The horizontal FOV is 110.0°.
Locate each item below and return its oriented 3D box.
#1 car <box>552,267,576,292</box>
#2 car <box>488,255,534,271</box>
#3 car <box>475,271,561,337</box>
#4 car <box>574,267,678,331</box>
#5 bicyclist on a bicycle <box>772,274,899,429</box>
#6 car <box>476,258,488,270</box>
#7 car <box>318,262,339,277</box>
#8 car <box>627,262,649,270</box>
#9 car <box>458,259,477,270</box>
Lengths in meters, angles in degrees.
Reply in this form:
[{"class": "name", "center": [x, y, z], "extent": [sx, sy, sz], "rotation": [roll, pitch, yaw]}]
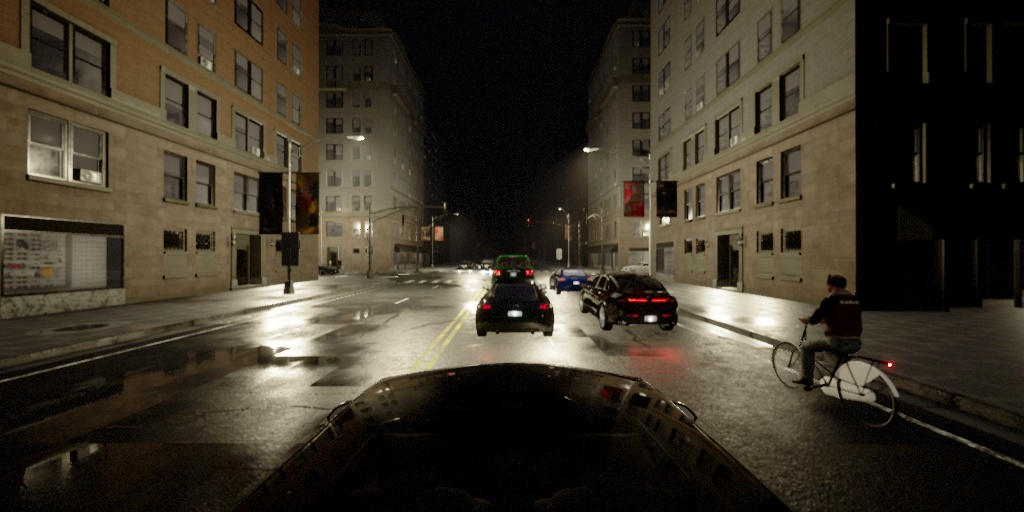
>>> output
[{"class": "car", "center": [3.210, 1.314, 19.921], "extent": [1.994, 1.385, 4.181], "rotation": [0, 0, 0]}, {"class": "car", "center": [0.061, 0.972, 19.768], "extent": [2.150, 2.045, 5.566], "rotation": [0, 0, 0]}, {"class": "car", "center": [0.079, 1.313, 10.355], "extent": [1.994, 1.385, 4.181], "rotation": [0, 0, 0]}, {"class": "car", "center": [3.327, 1.254, 11.025], "extent": [1.837, 1.490, 4.892], "rotation": [0, 0, 0]}, {"class": "bicyclist on a bicycle", "center": [4.137, 1.120, 4.779], "extent": [0.659, 1.776, 1.843], "rotation": [0, 0, 0]}, {"class": "car", "center": [-3.449, 1.248, 51.343], "extent": [2.128, 1.511, 4.902], "rotation": [0, 0, 0]}, {"class": "car", "center": [-19.217, 1.293, 35.045], "extent": [4.181, 1.385, 1.994], "rotation": [0, 0, 0]}, {"class": "car", "center": [14.001, 1.326, 37.895], "extent": [4.674, 1.442, 1.812], "rotation": [0, 0, -1]}, {"class": "car", "center": [-6.698, 1.284, 52.567], "extent": [1.812, 1.442, 4.674], "rotation": [0, 0, 0]}]
